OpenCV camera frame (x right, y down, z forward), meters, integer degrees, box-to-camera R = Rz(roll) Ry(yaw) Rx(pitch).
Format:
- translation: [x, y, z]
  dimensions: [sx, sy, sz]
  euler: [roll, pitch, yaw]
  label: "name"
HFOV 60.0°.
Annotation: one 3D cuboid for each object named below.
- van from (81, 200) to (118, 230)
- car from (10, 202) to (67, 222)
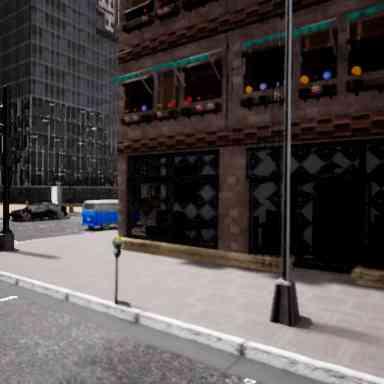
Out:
- translation: [-5.051, 1.384, 21.170]
  dimensions: [1.690, 1.788, 3.998]
  euler: [1, 1, 35]
  label: "van"
- translation: [-11.895, 1.493, 26.013]
  dimensions: [1.947, 1.339, 4.313]
  euler: [1, 1, 35]
  label: "car"
